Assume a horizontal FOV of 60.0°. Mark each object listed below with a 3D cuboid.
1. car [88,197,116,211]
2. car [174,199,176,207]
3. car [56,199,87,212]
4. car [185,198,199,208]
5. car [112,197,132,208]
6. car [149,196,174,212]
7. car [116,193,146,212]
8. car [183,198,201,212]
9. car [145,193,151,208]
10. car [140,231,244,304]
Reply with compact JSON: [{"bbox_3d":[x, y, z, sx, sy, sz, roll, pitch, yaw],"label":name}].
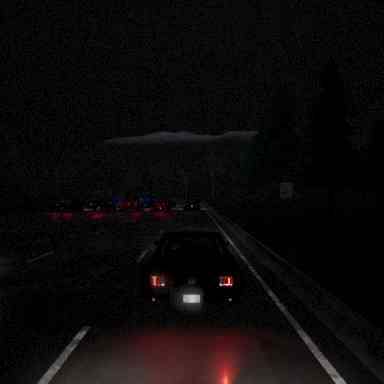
[{"bbox_3d":[-10.488,1.505,39.914,1.837,1.490,4.892,0,0,0],"label":"car"},{"bbox_3d":[-3.489,1.564,49.546,1.994,1.385,4.181,0,0,0],"label":"car"},{"bbox_3d":[-14.004,1.526,38.189,1.812,1.442,4.674,0,0,0],"label":"car"},{"bbox_3d":[0.006,1.564,49.539,1.994,1.385,4.181,0,0,0],"label":"car"},{"bbox_3d":[-10.495,1.478,49.938,1.882,1.535,5.008,0,0,0],"label":"car"},{"bbox_3d":[-3.496,1.505,39.158,1.837,1.490,4.892,0,0,0],"label":"car"},{"bbox_3d":[-6.999,1.352,38.844,2.097,1.767,4.553,0,0,0],"label":"car"},{"bbox_3d":[0.006,1.564,39.619,1.994,1.385,4.181,0,0,0],"label":"car"},{"bbox_3d":[-7.002,1.221,48.789,2.150,2.045,5.566,0,0,0],"label":"car"},{"bbox_3d":[-0.001,1.601,8.112,1.895,1.301,4.718,0,0,0],"label":"car"}]
